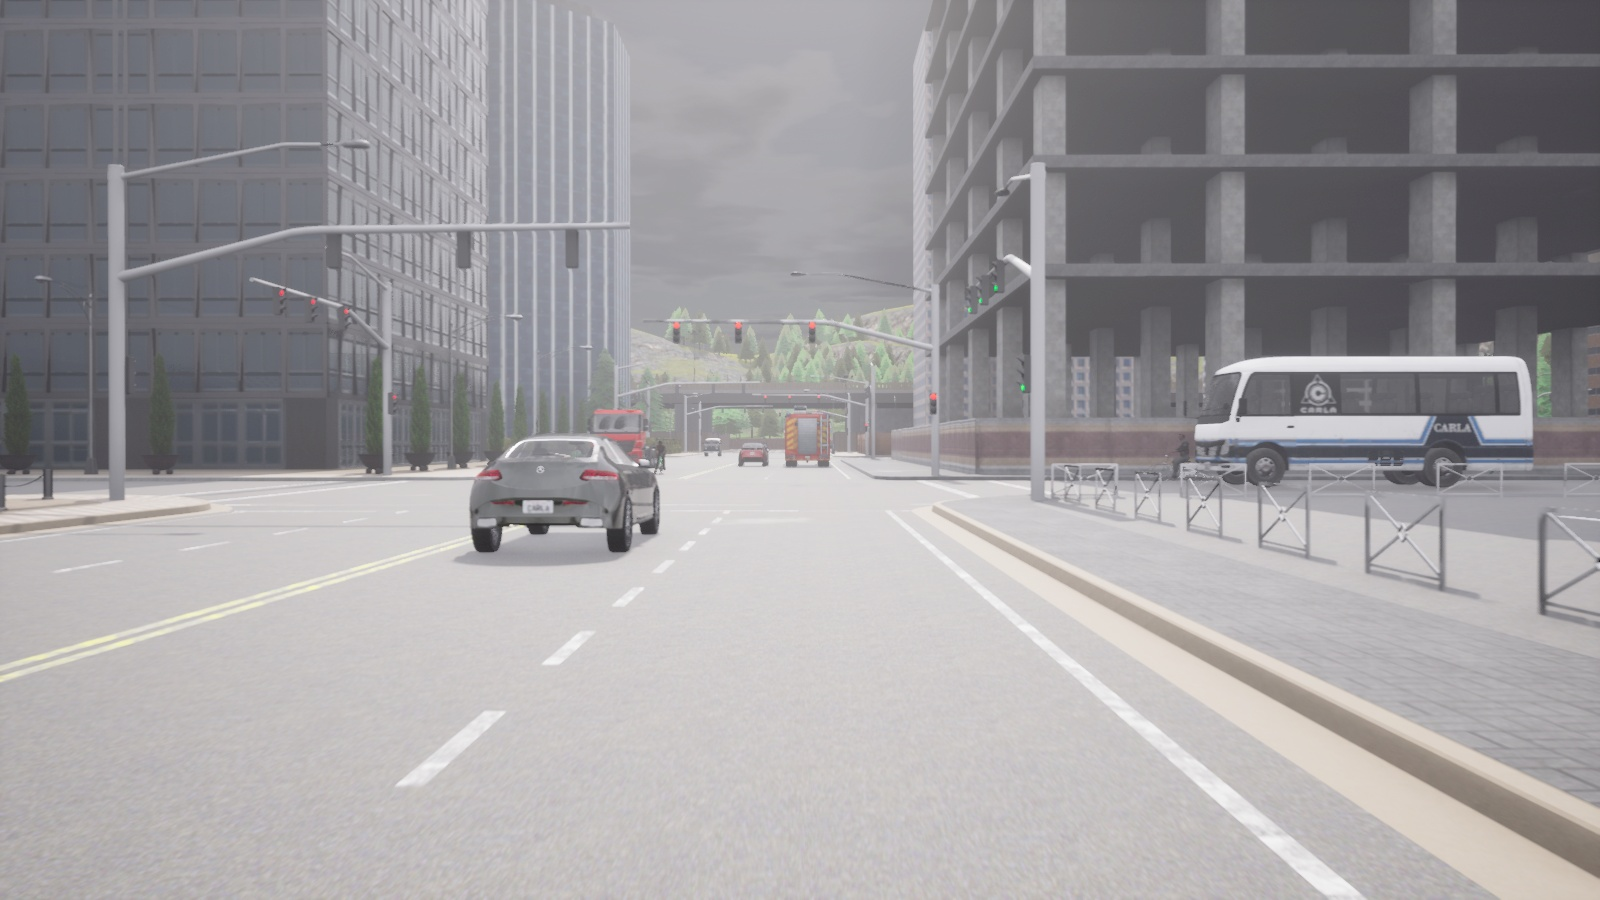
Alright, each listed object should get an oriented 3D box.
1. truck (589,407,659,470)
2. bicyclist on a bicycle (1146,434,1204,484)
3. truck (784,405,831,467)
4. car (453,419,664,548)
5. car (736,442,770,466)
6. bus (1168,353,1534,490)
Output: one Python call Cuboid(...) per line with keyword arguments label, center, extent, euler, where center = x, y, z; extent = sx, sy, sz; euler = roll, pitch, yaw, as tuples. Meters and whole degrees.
Cuboid(label="truck", center=(-10.095, -0.653, 72.692), extent=(2.891, 3.462, 7.936), euler=(0, 0, 0))
Cuboid(label="bicyclist on a bicycle", center=(13.352, 0.320, 44.723), extent=(1.843, 1.776, 0.659), euler=(0, 0, 0))
Cuboid(label="truck", center=(0.485, -0.882, 82.426), extent=(2.891, 3.827, 8.468), euler=(0, 0, 0))
Cuboid(label="car", center=(-3.378, 0.417, 18.684), extent=(2.152, 1.651, 5.027), euler=(0, 0, 0))
Cuboid(label="car", center=(-3.020, 0.230, 81.749), extent=(2.007, 1.525, 4.514), euler=(0, 0, 0))
Cuboid(label="bus", center=(17.789, -0.903, 41.206), extent=(10.273, 4.253, 3.944), euler=(0, 0, 0))
